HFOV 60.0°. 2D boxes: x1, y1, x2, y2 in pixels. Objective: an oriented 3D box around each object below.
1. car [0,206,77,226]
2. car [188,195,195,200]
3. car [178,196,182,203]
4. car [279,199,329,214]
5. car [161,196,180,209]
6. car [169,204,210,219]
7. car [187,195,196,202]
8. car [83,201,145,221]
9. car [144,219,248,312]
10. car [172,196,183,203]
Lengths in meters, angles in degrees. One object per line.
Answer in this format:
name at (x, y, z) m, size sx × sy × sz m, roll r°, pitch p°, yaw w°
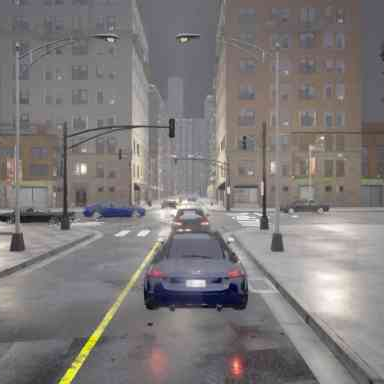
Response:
car at (-10.525, 1.634, 22.945) m, size 4.718 × 1.301 × 1.895 m, roll 0°, pitch 0°, yaw 5°
car at (-0.104, 1.485, 86.349) m, size 1.895 × 1.301 × 4.718 m, roll 0°, pitch 0°, yaw 0°
car at (-3.098, 1.506, 55.812) m, size 1.882 × 1.535 × 5.008 m, roll 0°, pitch 0°, yaw 0°
car at (11.161, 1.450, 33.319) m, size 4.892 × 1.490 × 1.837 m, roll 0°, pitch 0°, yaw 0°
car at (-3.072, 1.618, 44.848) m, size 1.895 × 1.301 × 4.718 m, roll 0°, pitch 0°, yaw 0°
car at (-0.085, 1.525, 16.551) m, size 1.812 × 1.442 × 4.674 m, roll 0°, pitch 0°, yaw -1°
car at (-0.071, 1.566, 75.898) m, size 2.128 × 1.511 × 4.902 m, roll 0°, pitch 0°, yaw 0°
car at (-6.419, 1.493, 27.594) m, size 5.008 × 1.535 × 1.882 m, roll 0°, pitch 0°, yaw -16°
car at (0.084, 1.564, 7.807) m, size 1.994 × 1.385 × 4.181 m, roll 0°, pitch 0°, yaw 0°
car at (-3.051, 1.590, 69.293) m, size 2.033 × 1.411 × 5.357 m, roll 0°, pitch 0°, yaw 0°
